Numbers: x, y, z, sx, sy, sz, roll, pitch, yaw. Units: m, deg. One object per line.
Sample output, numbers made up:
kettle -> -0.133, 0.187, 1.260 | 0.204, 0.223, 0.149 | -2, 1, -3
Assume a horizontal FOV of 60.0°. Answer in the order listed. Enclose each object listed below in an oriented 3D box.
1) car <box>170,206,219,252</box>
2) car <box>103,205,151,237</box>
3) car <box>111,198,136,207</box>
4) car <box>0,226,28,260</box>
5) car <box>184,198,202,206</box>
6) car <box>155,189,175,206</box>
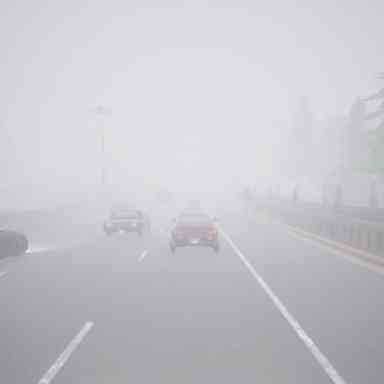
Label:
car -> 0.101, 1.544, 13.921 | 1.812, 1.442, 4.674 | 0, 0, 0
car -> -3.399, 1.624, 18.352 | 1.895, 1.301, 4.718 | 0, 0, 0
car -> -6.898, 1.366, 33.551 | 1.837, 1.490, 4.892 | 0, 2, 0
car -> -6.899, 1.577, 10.310 | 1.994, 1.385, 4.181 | 0, 0, 0
car -> 0.102, 1.317, 35.695 | 2.033, 1.411, 5.357 | 0, 3, 0
car -> -3.397, 0.613, 42.262 | 2.150, 2.045, 5.566 | 0, 4, 0
